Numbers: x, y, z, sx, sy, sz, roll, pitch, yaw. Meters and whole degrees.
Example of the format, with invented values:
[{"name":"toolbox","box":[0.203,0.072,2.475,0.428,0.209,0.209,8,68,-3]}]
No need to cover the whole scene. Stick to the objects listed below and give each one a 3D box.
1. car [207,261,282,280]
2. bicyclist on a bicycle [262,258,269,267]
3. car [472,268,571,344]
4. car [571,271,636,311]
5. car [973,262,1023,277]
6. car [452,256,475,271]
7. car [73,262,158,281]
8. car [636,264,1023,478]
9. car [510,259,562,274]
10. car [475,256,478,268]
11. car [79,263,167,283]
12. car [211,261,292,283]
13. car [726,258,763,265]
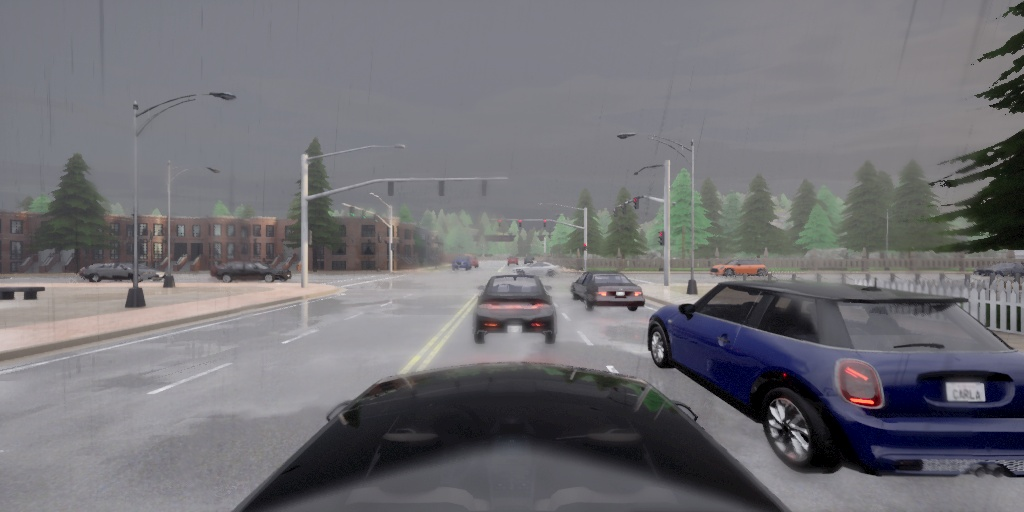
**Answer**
[{"name":"car","box":[-22.808,1.228,30.683,5.008,1.535,1.882,0,0,-1]},{"name":"bicyclist on a bicycle","box":[-28.730,1.053,41.699,0.582,1.620,1.656,0,0,-1]},{"name":"car","box":[0.080,1.242,9.566,2.128,1.511,4.902,0,0,1]},{"name":"car","box":[3.611,1.297,14.391,2.033,1.411,5.357,0,0,1]},{"name":"car","box":[47.186,1.298,33.820,5.357,1.411,2.033,0,0,1]},{"name":"car","box":[-6.966,0.971,50.288,2.150,2.045,5.566,0,0,1]},{"name":"car","box":[-33.167,1.275,30.114,4.674,1.442,1.812,0,0,-8]},{"name":"car","box":[3.609,1.102,4.973,2.097,1.767,4.553,0,0,0]},{"name":"car","box":[2.399,1.275,34.168,4.674,1.442,1.812,0,0,2]},{"name":"car","box":[-6.938,0.970,60.511,2.150,2.045,5.566,0,0,0]},{"name":"car","box":[-28.995,1.241,26.975,4.902,1.511,2.128,0,0,-4]},{"name":"car","box":[-19.499,1.228,27.245,5.008,1.535,1.882,0,0,-1]},{"name":"car","box":[21.357,1.101,33.960,4.553,1.767,2.097,0,0,0]}]
